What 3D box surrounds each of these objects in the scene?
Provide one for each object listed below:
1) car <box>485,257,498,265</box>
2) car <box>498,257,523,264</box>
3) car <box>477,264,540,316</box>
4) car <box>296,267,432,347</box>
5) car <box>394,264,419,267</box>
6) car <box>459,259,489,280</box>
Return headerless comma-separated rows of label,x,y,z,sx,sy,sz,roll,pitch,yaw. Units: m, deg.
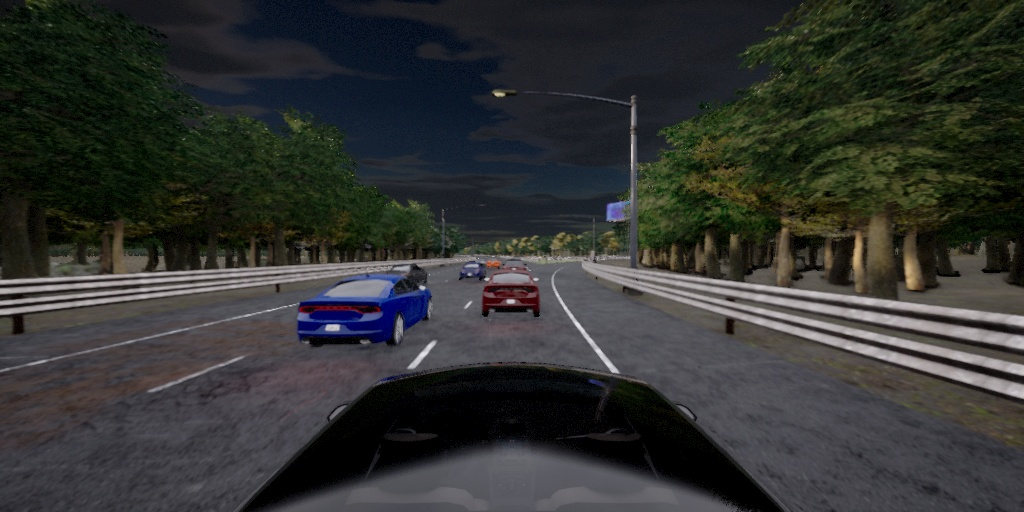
car,-2.809,0.992,54.808,2.097,1.767,4.553,0,0,1
car,0.194,1.057,30.972,2.097,1.767,4.553,0,0,1
car,-0.022,1.237,13.366,1.882,1.535,5.008,0,0,0
car,-3.436,1.218,9.350,1.882,1.535,5.008,0,0,0
car,-6.851,1.237,23.447,1.812,1.442,4.674,0,0,1
car,-3.223,1.226,29.978,1.812,1.442,4.674,0,0,1
